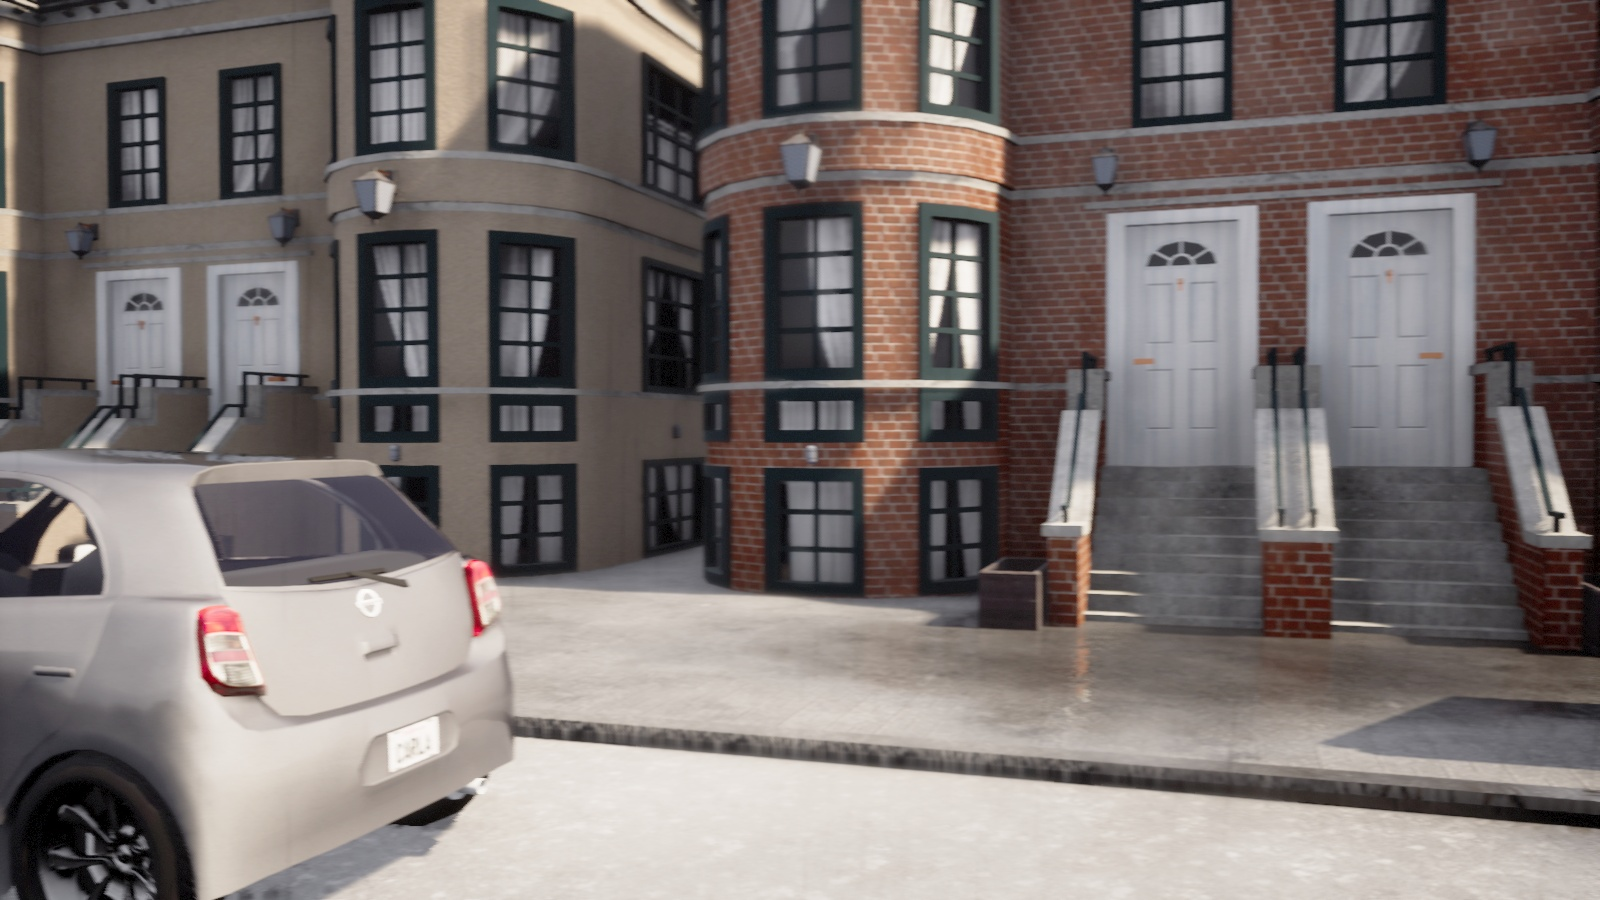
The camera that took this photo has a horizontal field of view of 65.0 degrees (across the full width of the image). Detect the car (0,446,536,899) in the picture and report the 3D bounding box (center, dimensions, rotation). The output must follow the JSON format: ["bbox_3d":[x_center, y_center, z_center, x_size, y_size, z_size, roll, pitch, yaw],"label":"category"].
[{"bbox_3d":[-3.079,0.753,4.758,3.633,1.501,1.845,1,1,19],"label":"car"}]
